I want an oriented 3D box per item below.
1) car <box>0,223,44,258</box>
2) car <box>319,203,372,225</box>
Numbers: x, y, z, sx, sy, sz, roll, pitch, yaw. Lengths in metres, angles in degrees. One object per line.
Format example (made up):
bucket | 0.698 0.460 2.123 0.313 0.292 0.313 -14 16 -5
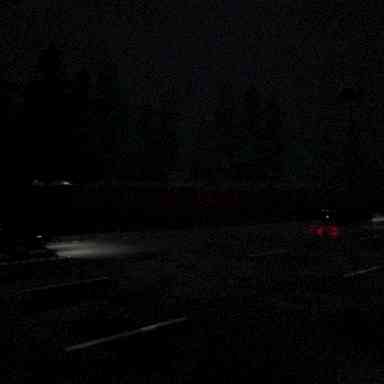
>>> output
car | -7.635 1.507 11.197 4.892 1.490 1.837 0 0 -36
car | 11.541 1.548 24.889 4.902 1.511 2.128 0 0 -36
